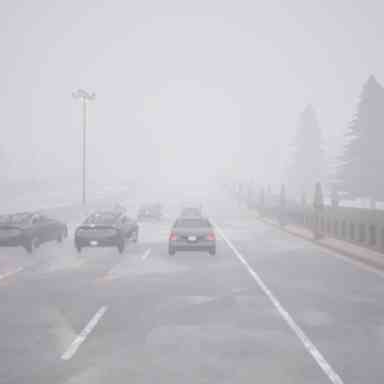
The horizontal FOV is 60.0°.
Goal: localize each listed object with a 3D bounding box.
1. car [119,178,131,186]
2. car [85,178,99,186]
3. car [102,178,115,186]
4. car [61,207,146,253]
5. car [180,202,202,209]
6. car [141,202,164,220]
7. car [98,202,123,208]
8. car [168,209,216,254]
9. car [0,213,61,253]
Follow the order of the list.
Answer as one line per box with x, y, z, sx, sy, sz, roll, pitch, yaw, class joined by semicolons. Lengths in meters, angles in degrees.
-14.277;-2.161;71.209;1.812;1.442;4.674;0;6;0;car
-21.277;-2.208;71.169;1.882;1.535;5.008;0;6;0;car
-17.777;-2.161;71.192;1.812;1.442;4.674;0;6;0;car
-3.492;1.625;14.285;2.128;1.511;4.902;0;0;0;car
-0.061;1.578;29.386;1.812;1.442;4.674;0;2;0;car
-3.563;1.610;28.999;2.033;1.411;5.357;0;2;0;car
-7.063;1.609;28.982;2.033;1.411;5.357;0;2;0;car
0.007;1.678;13.986;2.033;1.411;5.357;0;0;0;car
-6.992;1.625;14.284;2.128;1.511;4.902;0;0;0;car
